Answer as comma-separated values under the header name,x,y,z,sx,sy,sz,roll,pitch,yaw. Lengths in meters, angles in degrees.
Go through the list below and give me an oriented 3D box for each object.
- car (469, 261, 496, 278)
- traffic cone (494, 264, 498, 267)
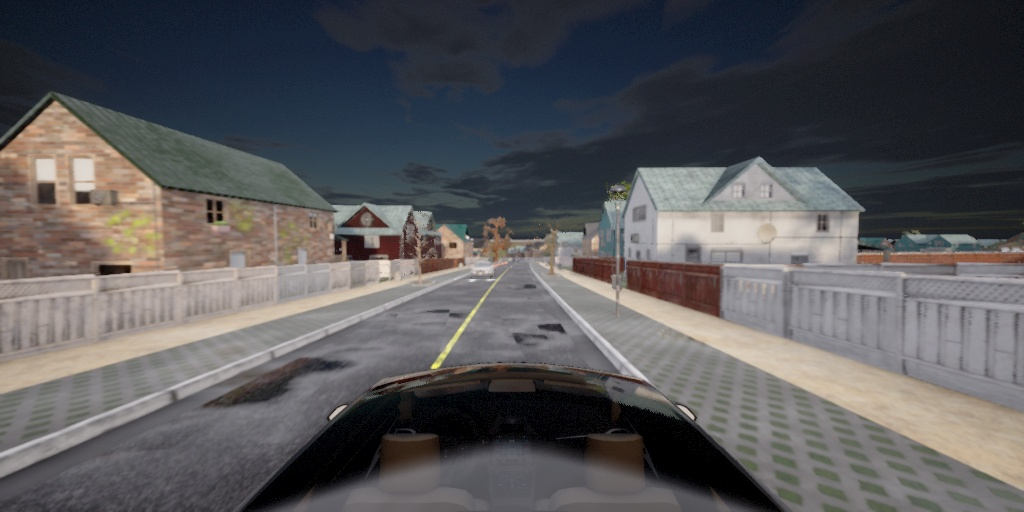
name,x,y,z,sx,sy,sz,roll,pitch,yaw
car,-2.526,1.149,31.590,1.812,1.442,4.674,0,0,1
traffic cone,-2.807,1.543,57.566,0.340,0.580,0.340,0,0,2
